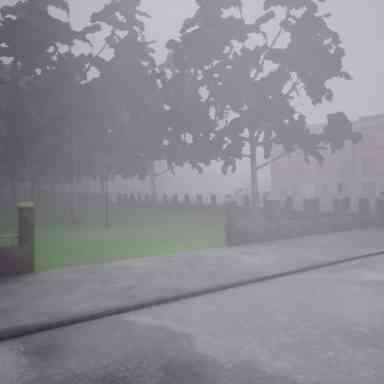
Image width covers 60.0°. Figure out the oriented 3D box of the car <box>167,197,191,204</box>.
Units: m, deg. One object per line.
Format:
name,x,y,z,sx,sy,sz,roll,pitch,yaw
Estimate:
car,-2.076,1.460,50.422,1.812,1.442,4.674,0,0,-35
